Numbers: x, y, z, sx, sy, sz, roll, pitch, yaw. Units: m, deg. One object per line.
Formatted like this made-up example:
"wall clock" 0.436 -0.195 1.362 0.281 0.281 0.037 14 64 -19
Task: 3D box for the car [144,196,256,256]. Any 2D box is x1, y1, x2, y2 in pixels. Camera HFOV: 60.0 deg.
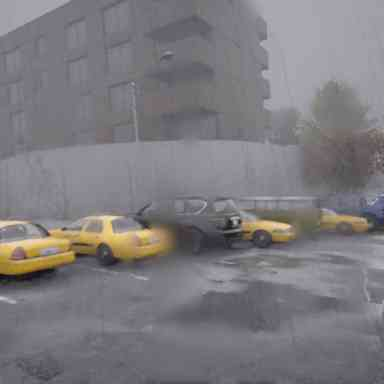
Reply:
"car" -0.678 1.200 13.132 5.566 2.045 2.435 -1 0 35

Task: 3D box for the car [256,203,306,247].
"car" 1.934 1.435 14.757 5.366 1.575 1.946 -1 -1 34

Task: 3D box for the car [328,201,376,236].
"car" 6.798 1.430 18.257 5.366 1.575 1.946 -1 -1 34

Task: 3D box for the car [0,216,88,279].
"car" -5.670 1.491 9.738 5.366 1.575 1.946 -1 0 35

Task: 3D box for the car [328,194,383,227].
"car" 9.049 1.185 20.127 5.566 2.045 2.435 -1 -1 34

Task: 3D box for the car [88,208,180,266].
"car" -3.237 1.467 11.481 5.366 1.575 1.946 -1 0 34

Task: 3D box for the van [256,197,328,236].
"van" 4.113 1.212 16.676 4.442 1.987 1.878 -1 0 34
